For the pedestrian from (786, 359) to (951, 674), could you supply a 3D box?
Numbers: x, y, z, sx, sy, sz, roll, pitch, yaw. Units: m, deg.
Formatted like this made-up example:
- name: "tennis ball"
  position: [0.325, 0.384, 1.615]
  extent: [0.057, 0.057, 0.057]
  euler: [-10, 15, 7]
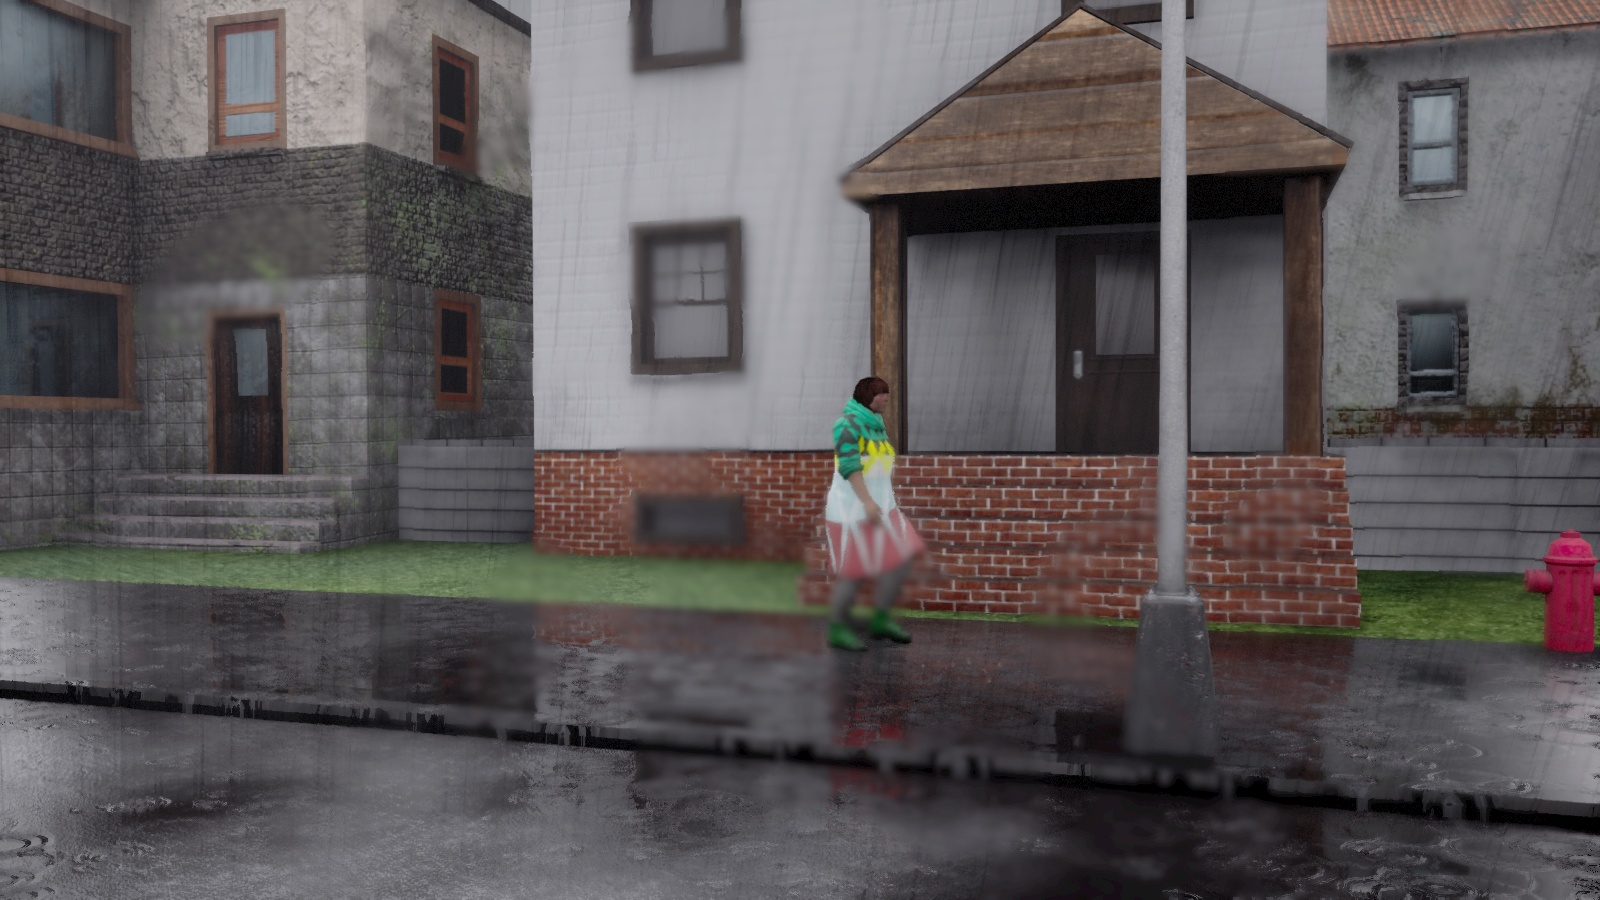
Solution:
- name: "pedestrian"
  position: [0.452, 0.405, 8.287]
  extent: [0.873, 1.952, 0.659]
  euler: [1, 1, 31]
